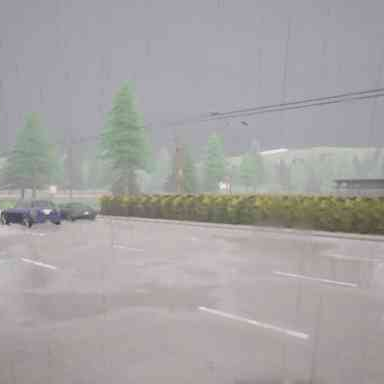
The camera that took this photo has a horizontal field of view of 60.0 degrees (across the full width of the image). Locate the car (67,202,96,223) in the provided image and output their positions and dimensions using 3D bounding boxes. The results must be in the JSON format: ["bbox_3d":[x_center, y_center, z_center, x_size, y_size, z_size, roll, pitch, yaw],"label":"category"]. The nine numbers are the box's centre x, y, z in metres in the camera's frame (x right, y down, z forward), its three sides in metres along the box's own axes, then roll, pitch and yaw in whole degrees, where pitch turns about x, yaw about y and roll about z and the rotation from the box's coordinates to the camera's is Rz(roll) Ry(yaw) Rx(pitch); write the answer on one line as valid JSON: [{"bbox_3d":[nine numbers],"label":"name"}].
[{"bbox_3d":[-9.131,1.481,25.066,4.181,1.385,1.994,0,0,38],"label":"car"}]

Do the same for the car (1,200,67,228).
[{"bbox_3d":[-10.564,1.279,21.735,4.553,1.767,2.097,0,0,38],"label":"car"}]
